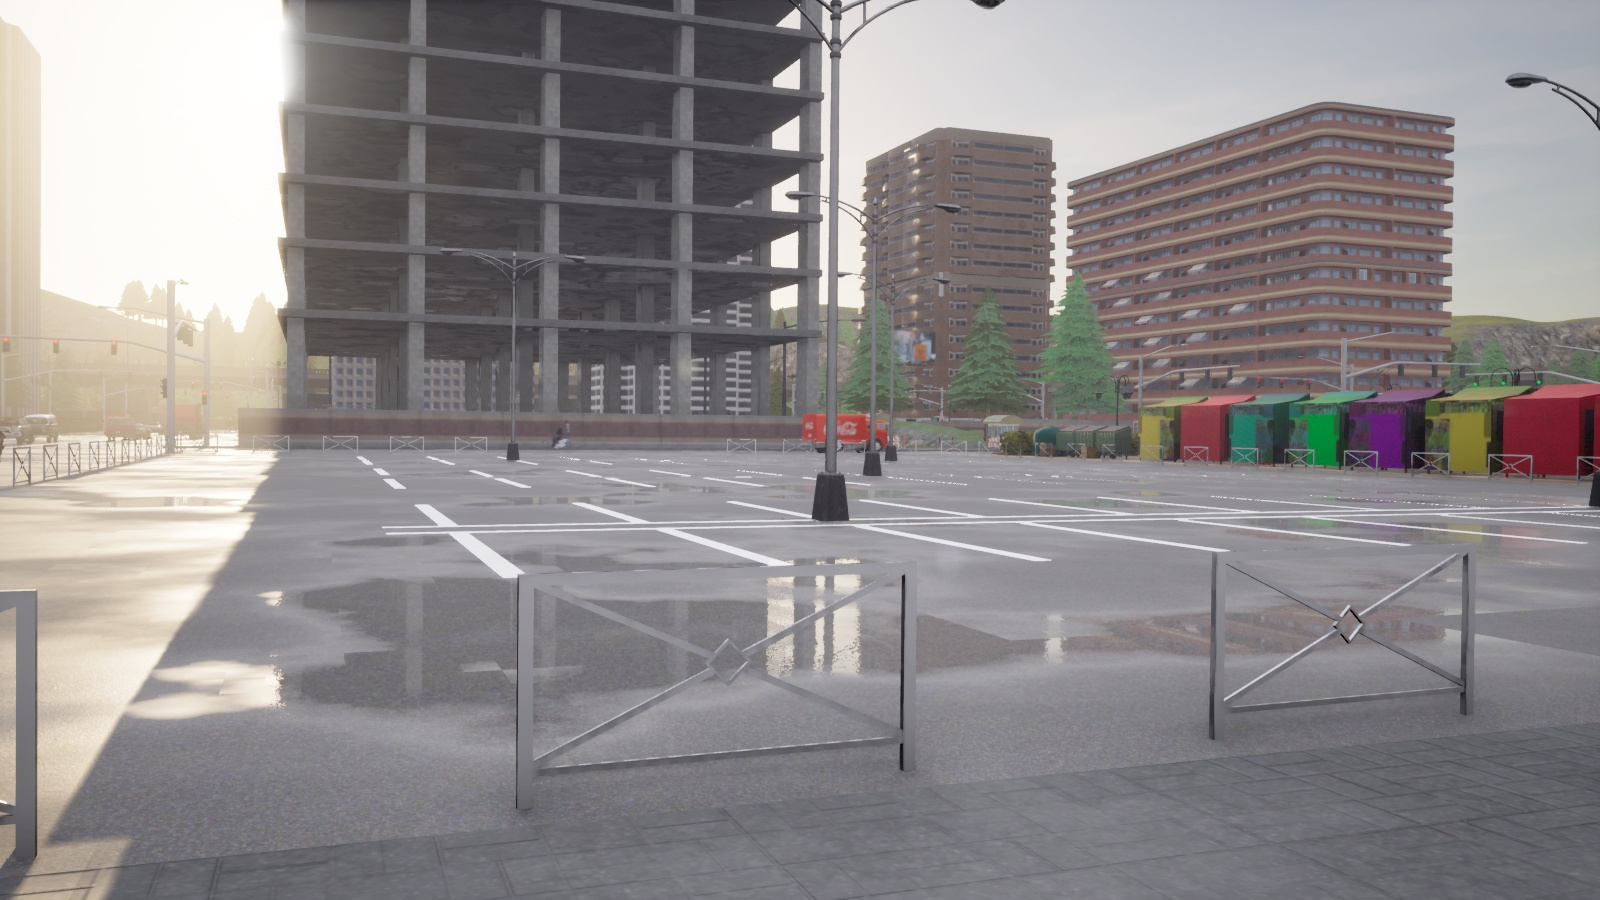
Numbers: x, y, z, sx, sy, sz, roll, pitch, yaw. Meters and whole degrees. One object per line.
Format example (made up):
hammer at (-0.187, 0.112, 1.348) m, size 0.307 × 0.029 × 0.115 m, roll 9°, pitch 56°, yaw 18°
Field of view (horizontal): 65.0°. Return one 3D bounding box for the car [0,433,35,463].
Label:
car at (-51.124, -0.155, 81.270) m, size 1.932 × 1.855 × 4.605 m, roll -1°, pitch 1°, yaw -21°

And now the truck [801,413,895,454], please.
truck at (2.964, -1.045, 78.003) m, size 5.204 × 2.467 × 2.627 m, roll -1°, pitch 1°, yaw -21°

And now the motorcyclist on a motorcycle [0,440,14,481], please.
motorcyclist on a motorcycle at (-30.371, 0.392, 47.284) m, size 0.866 × 1.530 × 2.191 m, roll -1°, pitch 1°, yaw -21°
